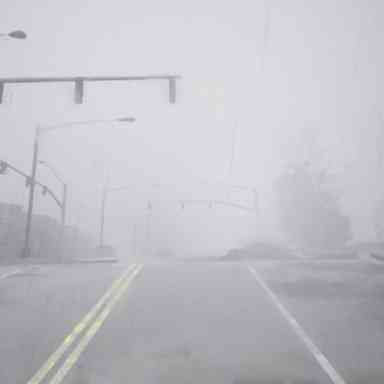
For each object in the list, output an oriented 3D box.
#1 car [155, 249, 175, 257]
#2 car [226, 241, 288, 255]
[{"bbox_3d":[-3.396,8.339,42.608,2.150,2.045,5.566,-1,-13,0],"label":"car"},{"bbox_3d":[5.162,4.745,26.622,4.892,1.490,1.837,-5,-13,20],"label":"car"}]
